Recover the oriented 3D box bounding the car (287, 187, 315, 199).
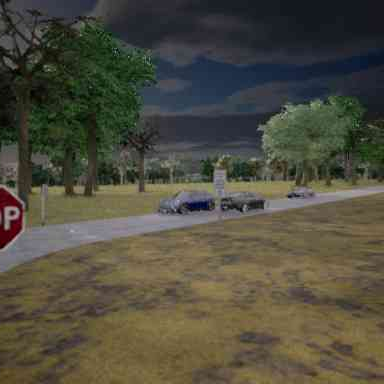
[{"bbox_3d":[12.893,0.094,39.364,1.994,1.385,4.181,1,3,42],"label":"car"}]

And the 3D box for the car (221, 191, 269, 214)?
[{"bbox_3d":[3.956,0.727,24.941,1.837,1.490,4.892,1,3,42],"label":"car"}]

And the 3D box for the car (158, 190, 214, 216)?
[{"bbox_3d":[-0.383,0.671,24.477,2.097,1.767,4.553,1,3,42],"label":"car"}]
